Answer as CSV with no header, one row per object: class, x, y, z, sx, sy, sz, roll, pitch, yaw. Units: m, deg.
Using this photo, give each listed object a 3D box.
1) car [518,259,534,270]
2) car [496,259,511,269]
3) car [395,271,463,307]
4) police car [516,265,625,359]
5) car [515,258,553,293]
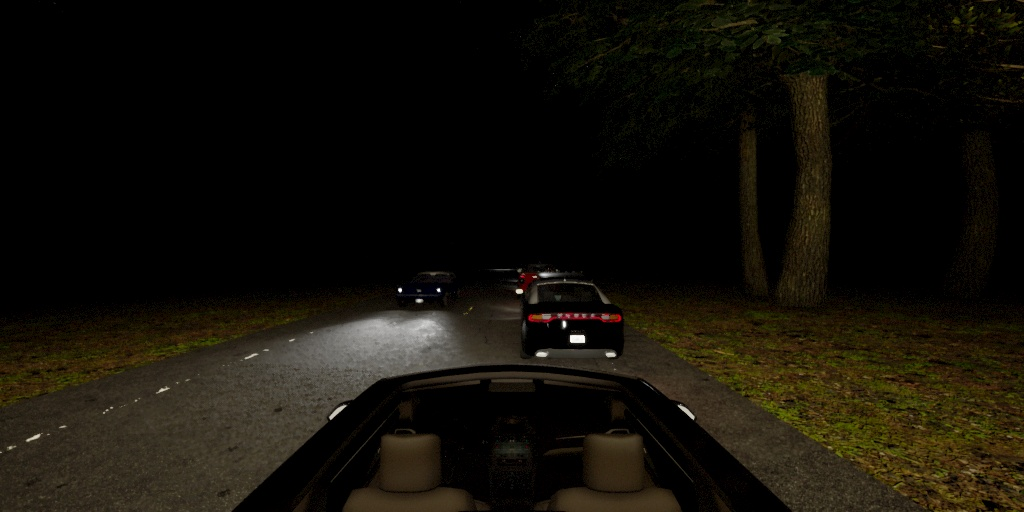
car,2.052,1.230,50.919,2.033,1.411,5.357,0,0,4
car,-1.245,1.219,54.584,2.033,1.411,5.357,0,0,4
car,-3.370,1.335,15.407,1.895,1.301,4.718,0,0,1
police car,1.125,1.170,8.528,1.930,1.638,5.238,0,0,1
car,1.342,1.083,18.349,2.097,1.767,4.553,0,0,2
